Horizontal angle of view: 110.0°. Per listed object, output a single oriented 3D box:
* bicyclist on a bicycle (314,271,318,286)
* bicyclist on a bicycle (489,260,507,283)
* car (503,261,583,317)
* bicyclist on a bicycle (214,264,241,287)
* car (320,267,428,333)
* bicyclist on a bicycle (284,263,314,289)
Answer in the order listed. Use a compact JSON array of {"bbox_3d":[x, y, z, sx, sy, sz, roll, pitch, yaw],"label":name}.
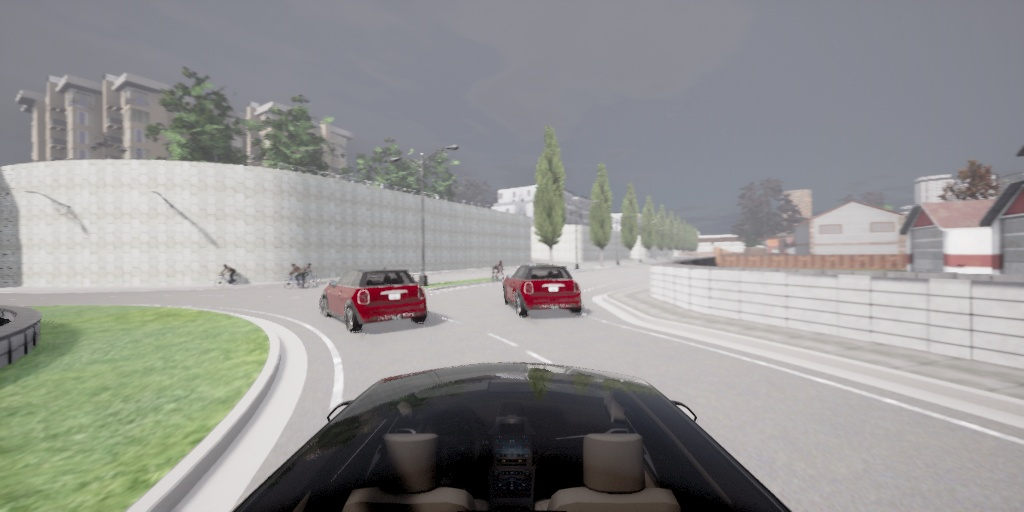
[{"bbox_3d":[-14.482,1.314,25.413,1.656,1.620,0.582,1,0,6],"label":"bicyclist on a bicycle"},{"bbox_3d":[-0.971,1.105,26.004,1.656,1.620,0.582,11,14,33],"label":"bicyclist on a bicycle"},{"bbox_3d":[0.949,1.061,13.348,2.097,1.767,4.553,0,0,-10],"label":"car"},{"bbox_3d":[-19.384,1.297,24.463,0.582,1.620,1.656,14,13,22],"label":"bicyclist on a bicycle"},{"bbox_3d":[-4.481,1.126,11.315,2.097,1.767,4.553,-1,0,-39],"label":"car"},{"bbox_3d":[-13.655,1.300,22.685,1.656,1.620,0.582,-1,0,2],"label":"bicyclist on a bicycle"}]
